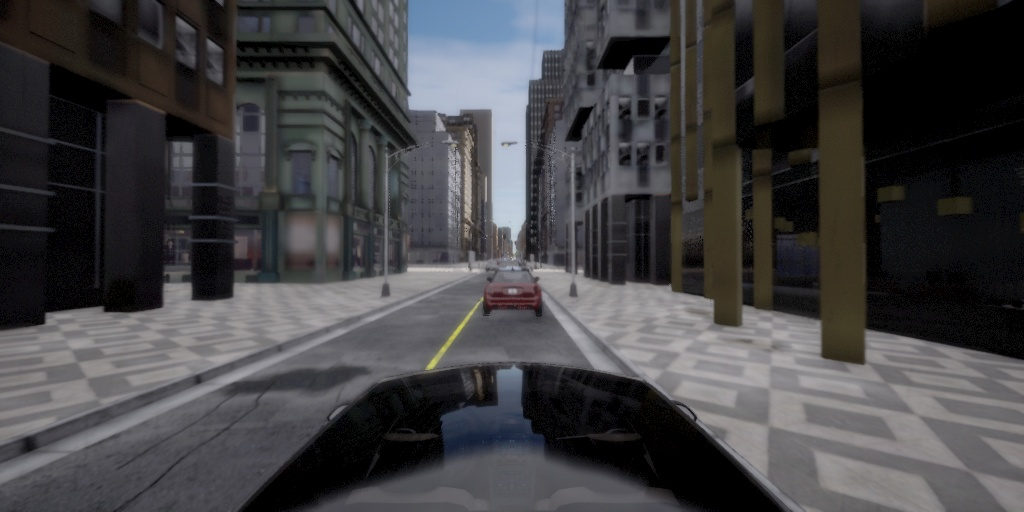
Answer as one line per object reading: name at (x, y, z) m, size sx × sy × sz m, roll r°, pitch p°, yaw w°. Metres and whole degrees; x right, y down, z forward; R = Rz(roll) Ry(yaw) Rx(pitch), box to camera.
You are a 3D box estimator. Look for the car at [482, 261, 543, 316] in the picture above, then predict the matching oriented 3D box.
car at (0.042, 1.224, 14.193) m, size 2.097 × 1.767 × 4.553 m, roll 0°, pitch -1°, yaw 0°
